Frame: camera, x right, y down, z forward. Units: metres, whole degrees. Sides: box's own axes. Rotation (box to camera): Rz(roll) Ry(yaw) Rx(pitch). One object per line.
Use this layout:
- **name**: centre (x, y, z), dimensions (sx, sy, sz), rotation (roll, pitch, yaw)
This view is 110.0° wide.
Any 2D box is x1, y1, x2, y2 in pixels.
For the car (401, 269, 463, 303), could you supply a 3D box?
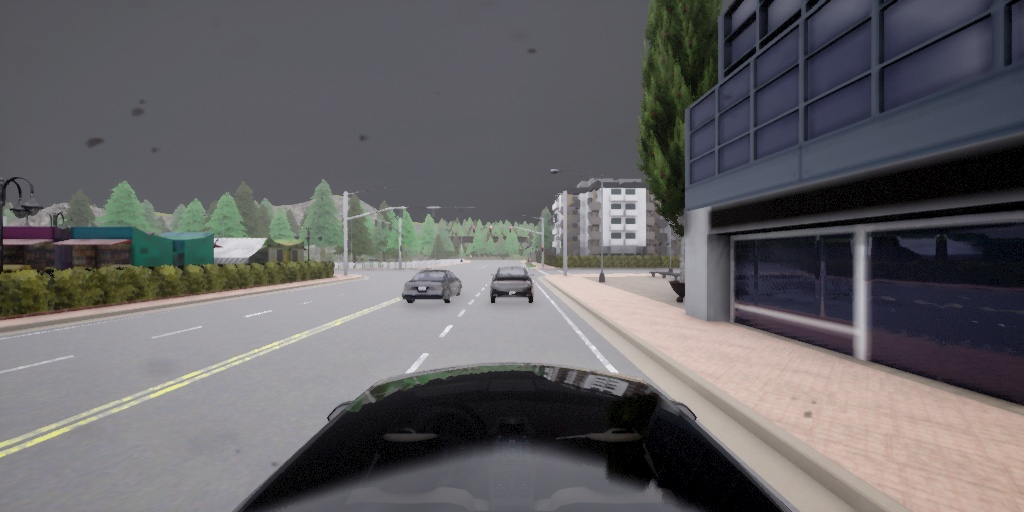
- **car**: centre (-3.500, 1.312, 16.500), dimensions (2.033, 1.411, 5.357), rotation (0, 0, 0)

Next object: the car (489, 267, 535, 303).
- **car**: centre (0.000, 1.244, 16.500), dimensions (2.128, 1.511, 4.902), rotation (0, 0, 0)
